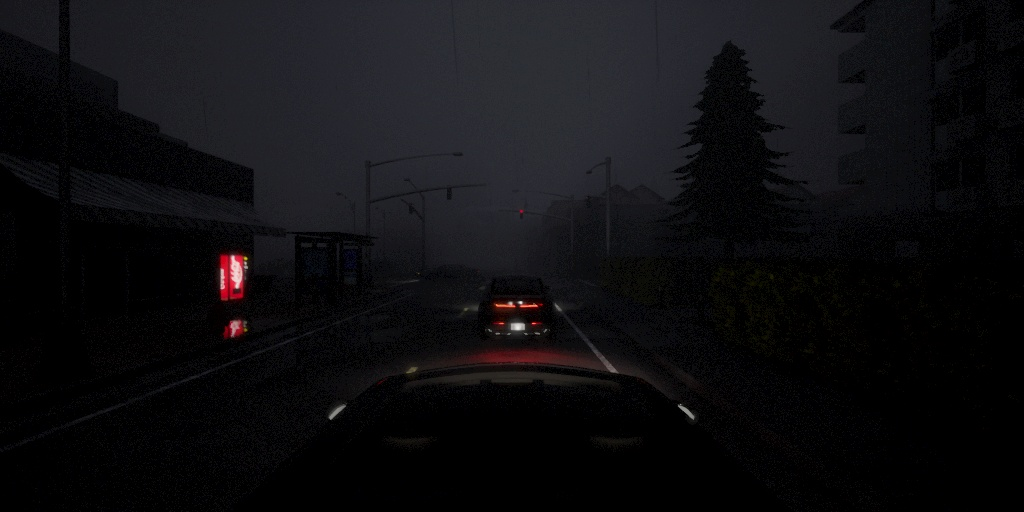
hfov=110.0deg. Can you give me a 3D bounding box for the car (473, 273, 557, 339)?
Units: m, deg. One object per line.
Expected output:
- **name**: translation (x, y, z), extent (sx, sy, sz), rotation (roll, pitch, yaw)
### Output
- **car**: translation (0.118, 1.255, 10.038), extent (1.837, 1.490, 4.892), rotation (0, 0, 0)

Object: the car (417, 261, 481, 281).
- **car**: translation (-5.246, 1.367, 30.561), extent (5.357, 1.411, 2.033), rotation (0, 1, 0)
